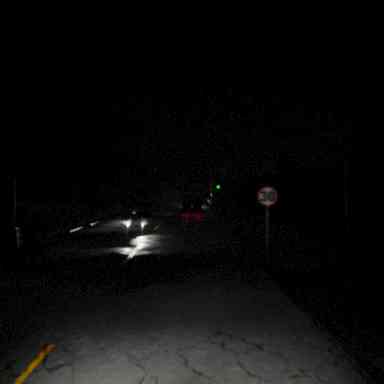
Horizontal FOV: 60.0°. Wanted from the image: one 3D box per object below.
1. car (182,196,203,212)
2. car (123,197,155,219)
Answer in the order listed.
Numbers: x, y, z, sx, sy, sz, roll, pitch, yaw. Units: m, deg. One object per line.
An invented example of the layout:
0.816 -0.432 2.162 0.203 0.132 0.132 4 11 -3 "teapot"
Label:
0.048 1.084 32.760 2.128 1.511 4.902 0 1 1 "car"
-4.028 1.171 25.709 2.128 1.511 4.902 0 1 0 "car"
